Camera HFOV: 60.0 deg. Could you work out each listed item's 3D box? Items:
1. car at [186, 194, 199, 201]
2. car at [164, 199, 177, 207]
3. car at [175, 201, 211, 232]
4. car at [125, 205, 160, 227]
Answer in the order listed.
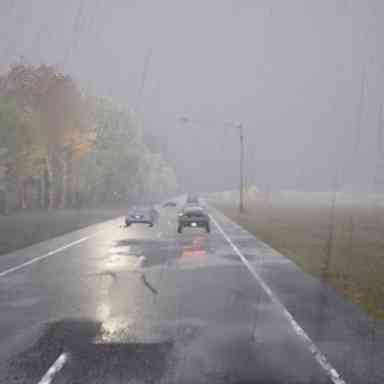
[{"bbox_3d":[0.105,1.359,58.536,2.150,2.045,5.566,0,0,0],"label":"car"},{"bbox_3d":[-3.395,1.726,53.694,1.895,1.301,4.718,0,0,0],"label":"car"},{"bbox_3d":[0.103,1.559,20.717,1.837,1.490,4.892,0,-1,0],"label":"car"},{"bbox_3d":[-3.396,1.606,23.267,2.033,1.411,5.357,0,0,0],"label":"car"}]
